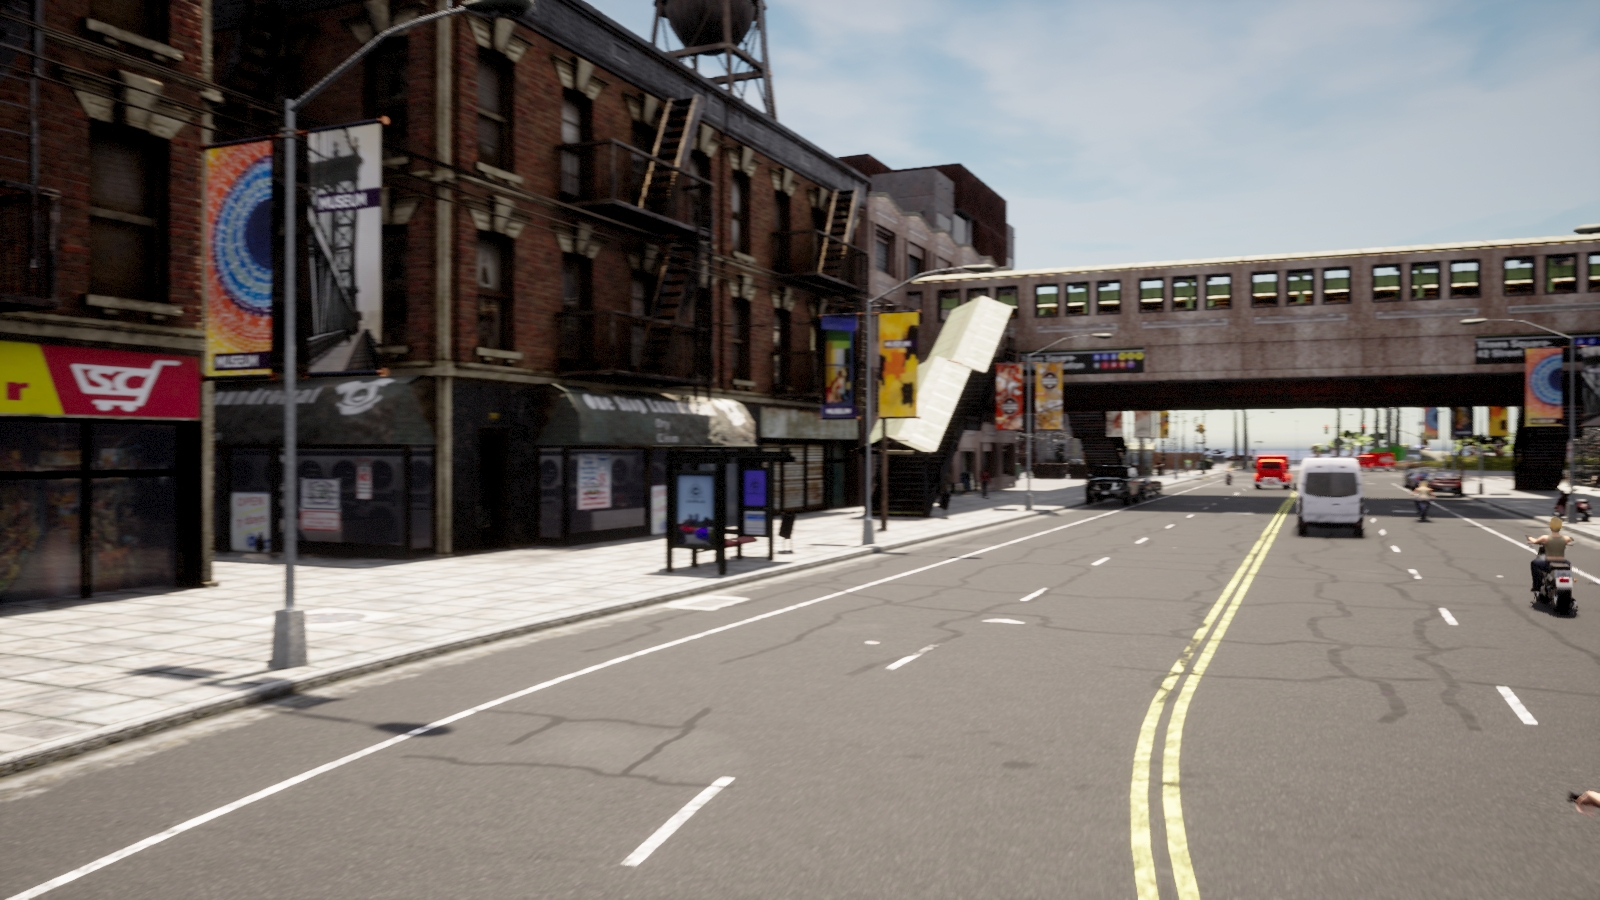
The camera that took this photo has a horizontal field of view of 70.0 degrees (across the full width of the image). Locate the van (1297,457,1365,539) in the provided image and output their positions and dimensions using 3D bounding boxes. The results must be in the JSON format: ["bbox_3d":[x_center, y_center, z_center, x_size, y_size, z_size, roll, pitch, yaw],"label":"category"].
[{"bbox_3d":[18.340,1.559,39.638,1.988,2.561,5.915,0,0,24],"label":"van"}]

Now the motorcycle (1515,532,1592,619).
[{"bbox_3d":[13.390,2.187,20.361,0.764,1.277,2.356,0,0,24],"label":"motorcycle"}]

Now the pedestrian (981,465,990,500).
[{"bbox_3d":[9.915,1.709,60.995,0.375,1.860,0.375,0,0,30],"label":"pedestrian"}]

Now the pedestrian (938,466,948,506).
[{"bbox_3d":[6.801,1.705,54.187,0.375,1.860,0.375,0,0,27],"label":"pedestrian"}]
